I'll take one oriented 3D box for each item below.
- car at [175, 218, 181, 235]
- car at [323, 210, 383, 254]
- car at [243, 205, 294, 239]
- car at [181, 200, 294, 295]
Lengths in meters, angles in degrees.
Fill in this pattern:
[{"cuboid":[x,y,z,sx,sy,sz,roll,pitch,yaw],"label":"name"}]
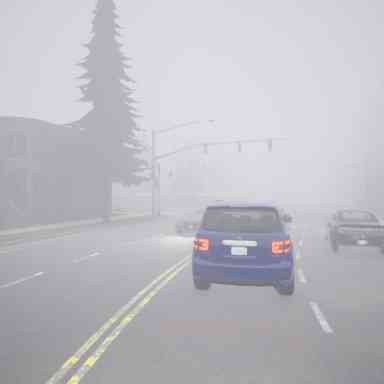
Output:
[{"cuboid":[0.596,1.564,18.414,1.994,1.385,4.181,0,0,20],"label":"car"},{"cuboid":[6.570,1.493,13.642,2.128,1.511,4.902,0,0,18],"label":"car"},{"cuboid":[4.473,1.547,18.726,2.033,1.411,5.357,0,0,21],"label":"car"},{"cuboid":[1.489,1.221,8.990,2.150,2.045,5.566,0,0,13],"label":"car"}]
